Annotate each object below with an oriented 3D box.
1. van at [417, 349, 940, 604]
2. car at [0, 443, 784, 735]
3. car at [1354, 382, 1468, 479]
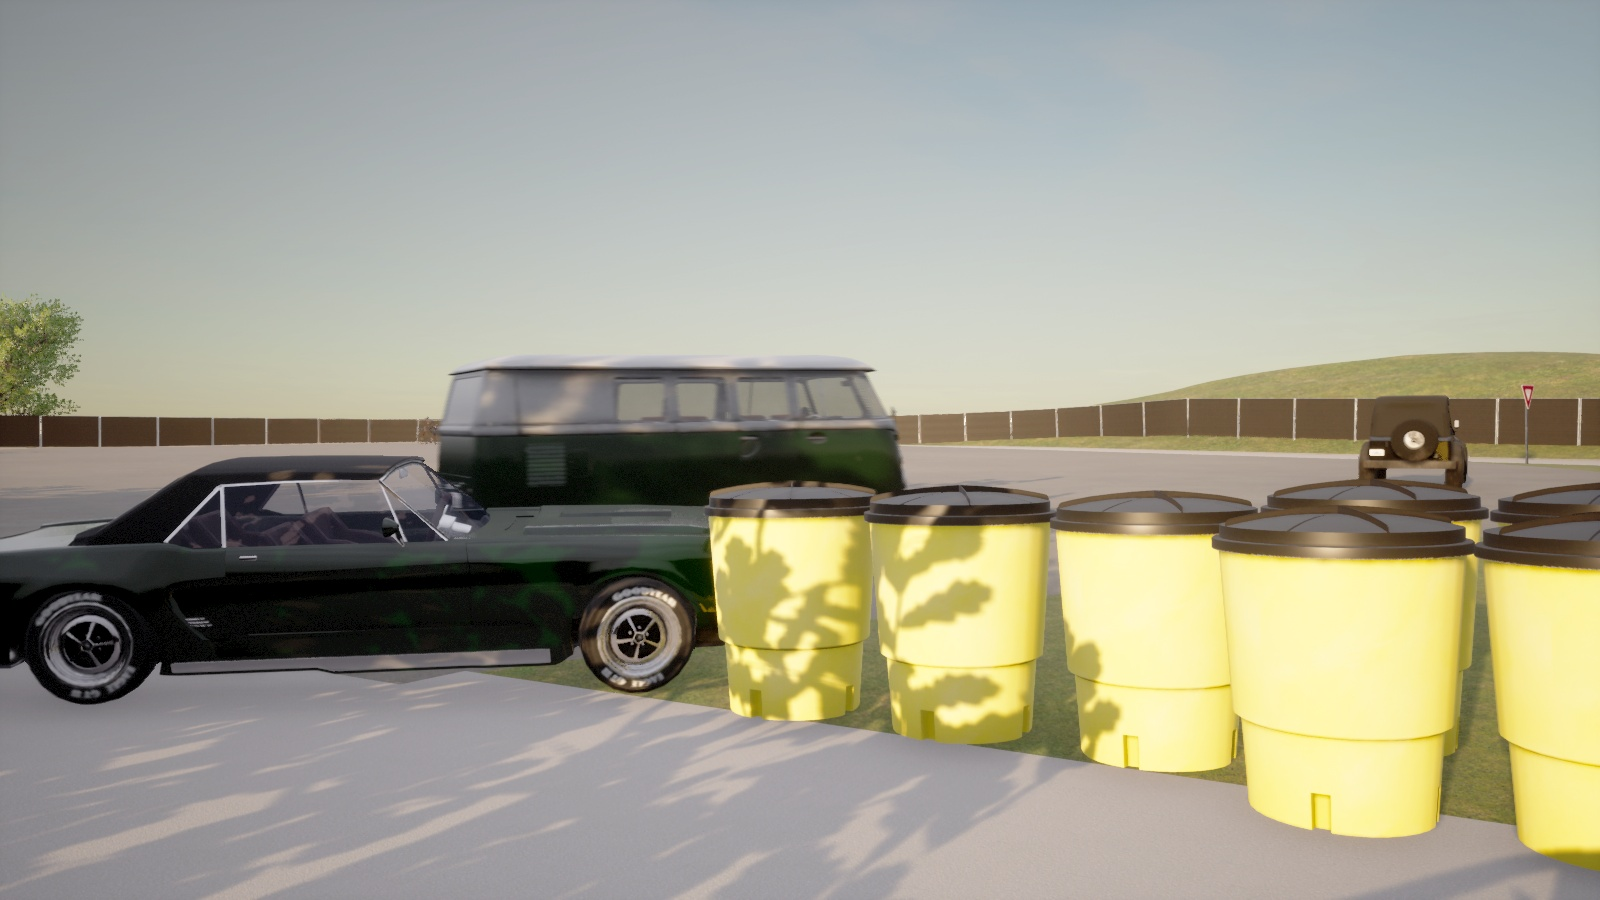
[{"bbox_3d":[-1.075,0.123,11.705,4.442,1.987,1.775,-3,2,-27],"label":"van"},{"bbox_3d":[-2.566,0.734,7.720,4.718,1.301,1.895,-2,3,-7],"label":"car"},{"bbox_3d":[12.898,-0.425,26.398,1.905,1.878,3.866,-1,1,29],"label":"car"}]
